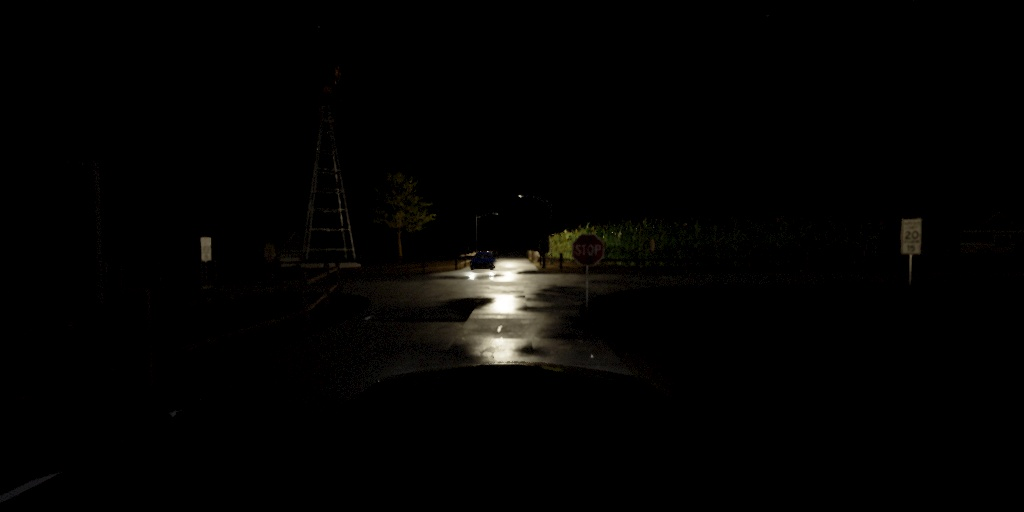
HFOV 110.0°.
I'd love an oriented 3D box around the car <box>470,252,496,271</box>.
[{"bbox_3d":[-2.396,0.428,30.275,1.882,1.535,5.008,0,3,1],"label":"car"}]
